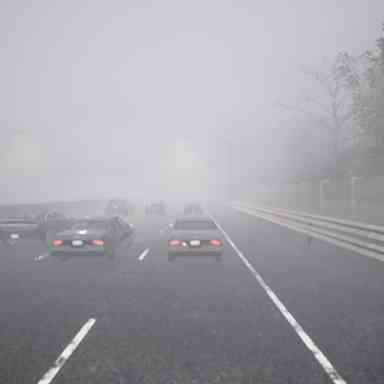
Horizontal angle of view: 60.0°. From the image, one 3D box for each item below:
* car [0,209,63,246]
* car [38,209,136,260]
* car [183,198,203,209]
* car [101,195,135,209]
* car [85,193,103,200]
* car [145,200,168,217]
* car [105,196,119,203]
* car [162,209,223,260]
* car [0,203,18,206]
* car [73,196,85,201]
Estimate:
[{"bbox_3d":[-6.900,1.518,15.406,2.128,1.511,4.902,0,0,0],"label":"car"},{"bbox_3d":[-3.402,1.567,12.398,2.033,1.411,5.357,0,0,0],"label":"car"},{"bbox_3d":[0.108,1.594,33.401,1.812,1.442,4.674,0,0,0],"label":"car"},{"bbox_3d":[-6.894,1.417,32.120,2.097,1.767,4.553,0,0,0],"label":"car"},{"bbox_3d":[-20.978,1.270,72.677,2.150,2.045,5.566,0,0,0],"label":"car"},{"bbox_3d":[-3.393,1.558,32.372,2.128,1.511,4.902,0,0,0],"label":"car"},{"bbox_3d":[-17.478,1.545,72.705,1.837,1.490,4.892,0,0,0],"label":"car"},{"bbox_3d":[0.098,1.567,12.407,2.033,1.411,5.357,0,0,0],"label":"car"},{"bbox_3d":[-17.589,1.664,31.081,1.895,1.301,4.718,0,0,0],"label":"car"},{"bbox_3d":[-24.478,1.598,72.706,1.994,1.385,4.181,0,0,0],"label":"car"}]
